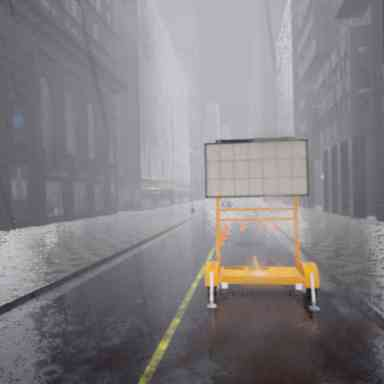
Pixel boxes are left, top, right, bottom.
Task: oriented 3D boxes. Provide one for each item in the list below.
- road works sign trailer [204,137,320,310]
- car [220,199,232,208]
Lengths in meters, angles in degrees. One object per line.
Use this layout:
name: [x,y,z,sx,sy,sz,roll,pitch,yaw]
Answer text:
road works sign trailer: [1.537,0.524,7.985,2.380,3.560,2.880,-1,-1,8]
car: [5.836,1.981,57.143,2.128,1.511,4.902,-1,-1,9]
